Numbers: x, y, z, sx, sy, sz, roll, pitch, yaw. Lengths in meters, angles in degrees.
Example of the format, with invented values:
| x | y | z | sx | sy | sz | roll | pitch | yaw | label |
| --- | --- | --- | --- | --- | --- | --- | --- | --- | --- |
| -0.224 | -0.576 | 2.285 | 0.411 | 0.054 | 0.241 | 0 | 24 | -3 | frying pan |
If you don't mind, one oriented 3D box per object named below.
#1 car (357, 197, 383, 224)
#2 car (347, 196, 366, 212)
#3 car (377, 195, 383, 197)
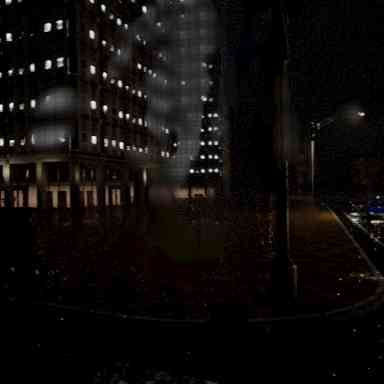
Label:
| x | y | z | sx | sy | sz | roll | pitch | yaw | label |
| --- | --- | --- | --- | --- | --- | --- | --- | --- | --- |
| 12.501 | 1.265 | 22.253 | 1.812 | 1.442 | 4.674 | -1 | 0 | 20 | car |
| 16.086 | 1.128 | 31.977 | 1.837 | 1.490 | 4.892 | -1 | 0 | 20 | car |
| 21.426 | 1.080 | 37.082 | 1.994 | 1.385 | 4.181 | -1 | 0 | 20 | car |
